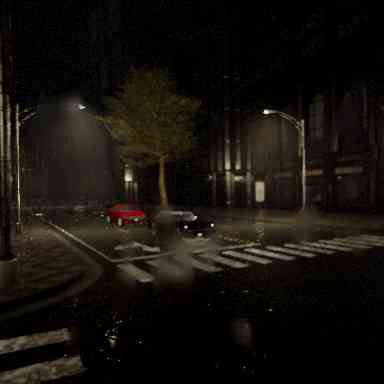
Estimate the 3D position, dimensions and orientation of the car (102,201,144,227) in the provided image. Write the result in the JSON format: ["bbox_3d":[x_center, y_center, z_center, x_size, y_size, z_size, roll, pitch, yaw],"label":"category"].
[{"bbox_3d":[-5.153,1.732,25.770,1.882,1.535,5.008,-1,0,-29],"label":"car"}]

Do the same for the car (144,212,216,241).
[{"bbox_3d":[-0.666,1.731,17.652,1.895,1.301,4.718,-1,0,-29],"label":"car"}]

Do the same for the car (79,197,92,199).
[{"bbox_3d":[-17.897,1.865,55.756,2.150,2.045,5.566,-1,0,-29],"label":"car"}]

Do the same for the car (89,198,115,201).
[{"bbox_3d":[-12.956,1.997,46.925,2.128,1.511,4.902,-1,0,-28],"label":"car"}]

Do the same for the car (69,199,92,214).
[{"bbox_3d":[-14.738,2.047,43.228,1.812,1.442,4.674,-1,0,-29],"label":"car"}]

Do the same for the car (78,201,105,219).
[{"bbox_3d":[-9.956,1.935,34.477,2.033,1.411,5.357,-1,0,-29],"label":"car"}]

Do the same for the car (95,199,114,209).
[{"bbox_3d":[-15.234,2.080,57.664,1.882,1.535,5.008,-1,0,-29],"label":"car"}]

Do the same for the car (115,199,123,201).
[{"bbox_3d":[-11.908,1.861,51.737,2.097,1.767,4.553,-1,0,-28],"label":"car"}]
